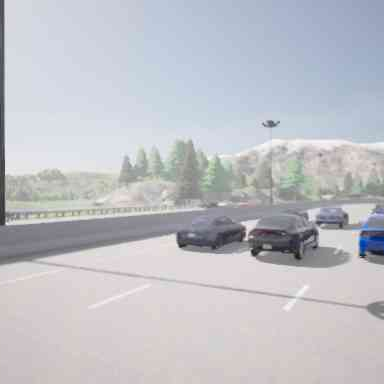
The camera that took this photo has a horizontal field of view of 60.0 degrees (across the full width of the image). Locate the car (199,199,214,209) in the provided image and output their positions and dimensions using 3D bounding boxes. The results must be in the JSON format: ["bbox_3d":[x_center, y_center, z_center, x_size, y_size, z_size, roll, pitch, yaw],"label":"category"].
[{"bbox_3d":[3.113,2.146,60.927,2.097,1.767,4.553,-1,-1,31],"label":"car"}]

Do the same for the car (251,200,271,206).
[{"bbox_3d":[12.160,2.165,55.637,2.128,1.511,4.902,-1,-1,31],"label":"car"}]

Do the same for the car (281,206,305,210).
[{"bbox_3d":[8.633,1.898,28.540,1.994,1.385,4.181,-1,-1,31],"label":"car"}]

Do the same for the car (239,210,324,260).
[{"bbox_3d":[3.766,1.659,13.274,1.837,1.490,4.892,-1,-2,31],"label":"car"}]

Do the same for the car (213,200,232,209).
[{"bbox_3d":[6.102,2.279,59.117,1.812,1.442,4.674,-1,-1,31],"label":"car"}]

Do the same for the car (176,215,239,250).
[{"bbox_3d":[1.019,1.767,15.498,1.994,1.385,4.181,-1,-1,31],"label":"car"}]

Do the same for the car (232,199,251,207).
[{"bbox_3d":[9.182,2.066,57.470,2.097,1.767,4.553,-1,-1,31],"label":"car"}]

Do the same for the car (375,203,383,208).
[{"bbox_3d":[14.513,1.601,24.741,2.097,1.767,4.553,-1,-1,31],"label":"car"}]

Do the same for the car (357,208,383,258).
[{"bbox_3d":[7.594,1.608,12.863,1.882,1.535,5.008,-1,-1,31],"label":"car"}]

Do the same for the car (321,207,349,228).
[{"bbox_3d":[10.416,1.820,24.708,2.033,1.411,5.357,-1,-1,31],"label":"car"}]
